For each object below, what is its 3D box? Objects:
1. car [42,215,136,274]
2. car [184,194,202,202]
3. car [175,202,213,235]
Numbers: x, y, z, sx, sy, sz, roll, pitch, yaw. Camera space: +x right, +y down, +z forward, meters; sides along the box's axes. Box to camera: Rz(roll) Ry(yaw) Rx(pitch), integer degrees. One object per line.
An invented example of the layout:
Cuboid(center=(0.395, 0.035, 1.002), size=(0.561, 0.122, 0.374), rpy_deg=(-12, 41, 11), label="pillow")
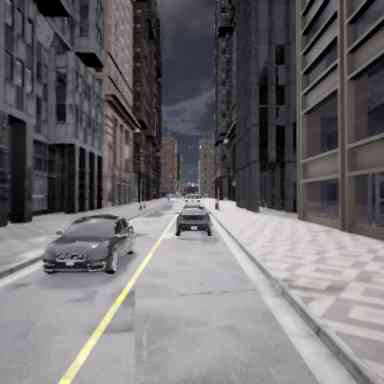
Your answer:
Cuboid(center=(-3.005, 1.531, 10.620), size=(1.837, 1.490, 4.892), rpy_deg=(0, 0, 0), label="car")
Cuboid(center=(0.088, 1.314, 44.779), size=(2.150, 2.045, 5.566), rpy_deg=(0, 0, 0), label="car")
Cuboid(center=(0.095, 1.529, 18.807), size=(1.837, 1.490, 4.892), rpy_deg=(0, 0, 0), label="car")
